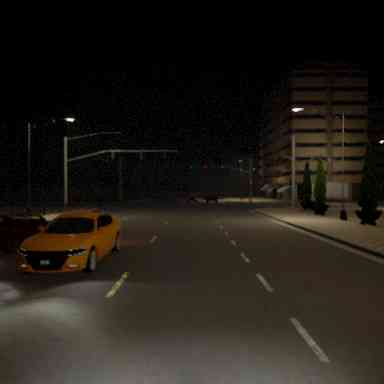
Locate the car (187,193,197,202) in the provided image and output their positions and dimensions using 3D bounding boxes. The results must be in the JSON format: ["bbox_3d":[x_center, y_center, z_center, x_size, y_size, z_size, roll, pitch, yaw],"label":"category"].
[{"bbox_3d":[-0.009,1.166,59.987,1.895,1.301,4.718,0,0,0],"label":"car"}]

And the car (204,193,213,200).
[{"bbox_3d":[3.558,0.962,69.924,1.812,1.442,4.674,0,0,5],"label":"car"}]

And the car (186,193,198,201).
[{"bbox_3d":[0.059,0.957,69.953,2.128,1.511,4.902,0,0,5],"label":"car"}]

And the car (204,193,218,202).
[{"bbox_3d":[3.492,1.046,59.550,1.882,1.535,5.008,0,0,0],"label":"car"}]

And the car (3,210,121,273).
[{"bbox_3d":[-3.583,1.401,10.587,1.882,1.535,5.008,0,1,0],"label":"car"}]

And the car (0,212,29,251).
[{"bbox_3d":[-7.073,1.506,13.018,1.895,1.301,4.718,0,0,0],"label":"car"}]
